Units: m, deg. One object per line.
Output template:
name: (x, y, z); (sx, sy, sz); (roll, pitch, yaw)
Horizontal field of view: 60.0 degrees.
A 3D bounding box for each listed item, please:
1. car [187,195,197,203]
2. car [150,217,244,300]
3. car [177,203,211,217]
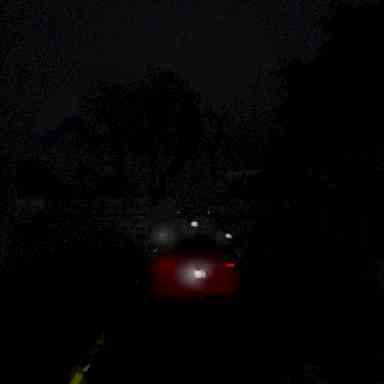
car: (0.032, 1.878, 70.293); (1.837, 1.490, 4.892); (0, -1, 0)
car: (0.102, 1.557, 8.439); (1.994, 1.385, 4.181); (0, 0, 0)
car: (0.111, 1.570, 18.820); (1.994, 1.385, 4.181); (0, 0, 0)
